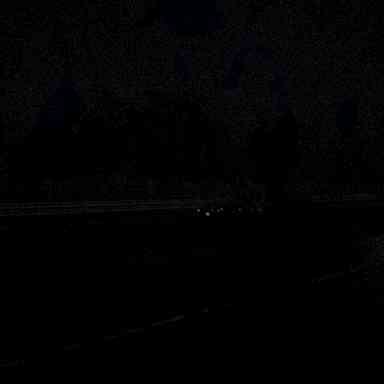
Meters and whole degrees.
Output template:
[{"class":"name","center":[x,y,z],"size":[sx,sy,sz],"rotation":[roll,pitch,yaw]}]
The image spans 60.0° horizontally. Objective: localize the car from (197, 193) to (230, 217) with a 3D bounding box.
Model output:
[{"class":"car","center":[3.261,1.067,23.517],"size":[5.566,2.045,2.150],"rotation":[-1,0,-35]}]

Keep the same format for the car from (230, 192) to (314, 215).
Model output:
[{"class":"car","center":[5.296,1.066,20.670],"size":[5.566,2.045,2.150],"rotation":[-1,0,-35]}]

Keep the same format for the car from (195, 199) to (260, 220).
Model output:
[{"class":"car","center":[3.004,1.371,27.635],"size":[5.357,1.411,2.033],"rotation":[-1,0,-35]}]
